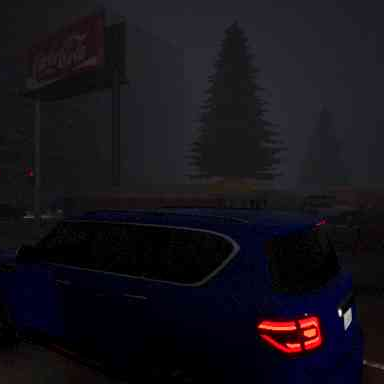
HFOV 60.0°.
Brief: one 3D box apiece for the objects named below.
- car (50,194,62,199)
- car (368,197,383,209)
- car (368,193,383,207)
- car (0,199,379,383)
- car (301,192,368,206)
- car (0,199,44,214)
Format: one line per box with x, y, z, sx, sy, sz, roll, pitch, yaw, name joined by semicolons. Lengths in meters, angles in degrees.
-13.975;1.222;36.236;2.150;2.045;5.566;0;0;35;car
11.122;1.338;24.057;4.193;1.474;1.816;0;0;35;car
26.623;1.285;47.790;3.988;1.617;1.851;0;0;35;car
-0.780;1.221;4.555;5.566;2.045;2.150;0;0;36;car
9.182;1.149;22.000;3.866;1.878;1.905;0;0;35;car
-18.591;1.526;35.768;1.812;1.442;4.674;0;0;35;car
